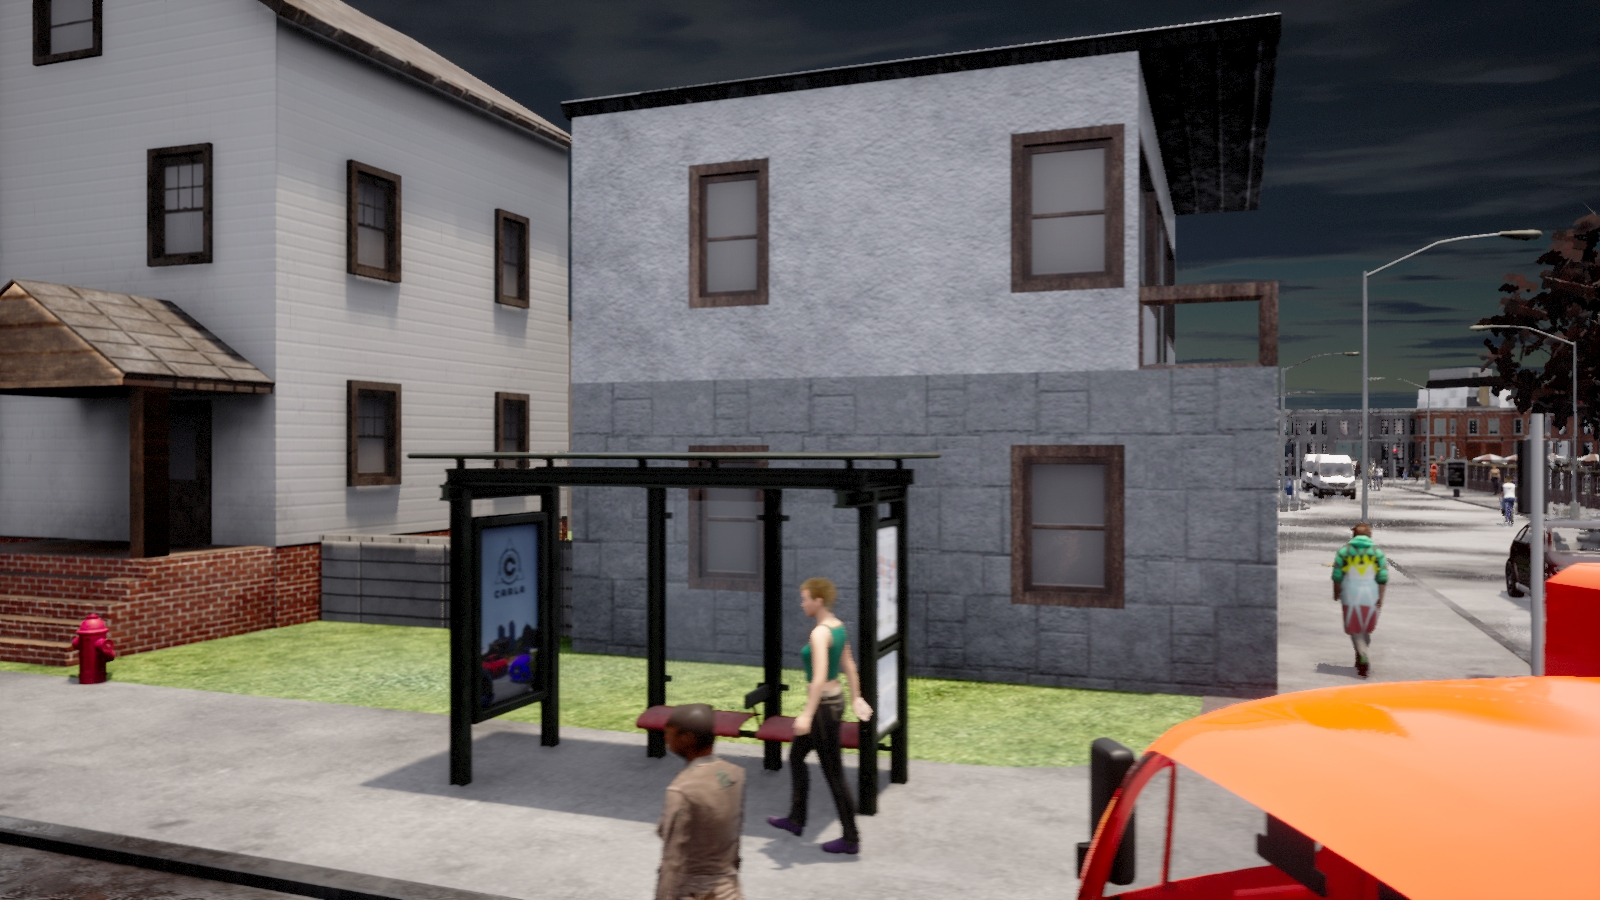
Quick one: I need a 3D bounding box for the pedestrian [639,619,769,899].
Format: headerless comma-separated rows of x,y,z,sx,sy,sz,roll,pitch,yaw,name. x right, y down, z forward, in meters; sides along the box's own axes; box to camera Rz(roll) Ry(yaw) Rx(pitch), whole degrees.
-0.370,1.630,4.472,0.375,1.860,0.375,0,0,24,pedestrian

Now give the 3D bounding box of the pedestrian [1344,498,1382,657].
6.794,1.520,13.796,0.375,1.860,0.375,0,0,21,pedestrian

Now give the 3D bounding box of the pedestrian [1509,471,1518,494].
40.591,1.826,65.014,0.375,1.300,0.375,0,0,21,pedestrian

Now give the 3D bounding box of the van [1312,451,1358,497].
31.434,1.336,67.251,1.988,2.561,5.915,0,0,21,van

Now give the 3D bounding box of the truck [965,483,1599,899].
3.282,1.349,2.728,5.204,2.467,2.627,0,0,-7,truck

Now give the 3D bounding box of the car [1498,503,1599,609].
13.841,1.813,20.304,1.789,1.549,3.705,0,0,21,car

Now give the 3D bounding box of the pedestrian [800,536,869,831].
0.231,1.519,7.577,0.375,1.860,0.375,0,0,16,pedestrian
